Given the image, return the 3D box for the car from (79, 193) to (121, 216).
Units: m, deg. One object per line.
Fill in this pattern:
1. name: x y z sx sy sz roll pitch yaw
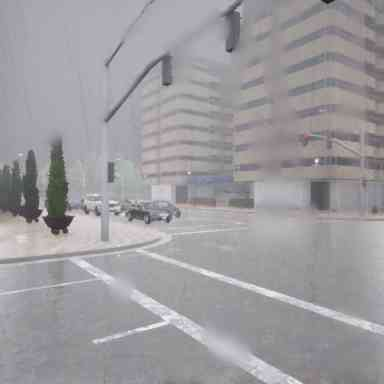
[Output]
1. car: -8.956 1.222 32.767 2.150 2.045 5.566 0 0 -35

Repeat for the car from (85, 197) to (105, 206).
1. car: -16.401 1.564 55.948 1.994 1.385 4.181 0 0 -35

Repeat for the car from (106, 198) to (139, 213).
1. car: -7.926 1.505 37.401 1.837 1.490 4.892 0 0 -35

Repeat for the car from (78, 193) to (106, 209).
1. car: -13.834 1.221 45.878 2.150 2.045 5.566 0 0 -34

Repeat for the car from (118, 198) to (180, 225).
1. car: -3.296 1.491 24.684 2.128 1.511 4.902 0 0 -35

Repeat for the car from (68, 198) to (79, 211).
1. car: -14.576 1.526 40.789 1.812 1.442 4.674 0 0 -35

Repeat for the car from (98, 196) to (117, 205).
1. car: -15.554 1.526 60.837 1.812 1.442 4.674 0 0 -35
